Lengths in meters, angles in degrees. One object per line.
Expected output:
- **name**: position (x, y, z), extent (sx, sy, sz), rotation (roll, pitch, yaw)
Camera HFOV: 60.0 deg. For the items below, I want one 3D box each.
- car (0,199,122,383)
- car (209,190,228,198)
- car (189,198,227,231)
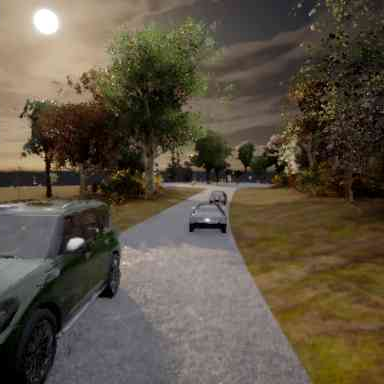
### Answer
- **car**: position (-2.715, 1.188, 5.499), extent (2.150, 2.045, 5.566), rotation (0, 1, 1)
- **car**: position (2.927, 0.527, 36.951), extent (2.033, 1.411, 5.357), rotation (1, 3, 8)
- **car**: position (0.923, 1.308, 18.631), extent (1.994, 1.385, 4.181), rotation (0, 2, 4)
